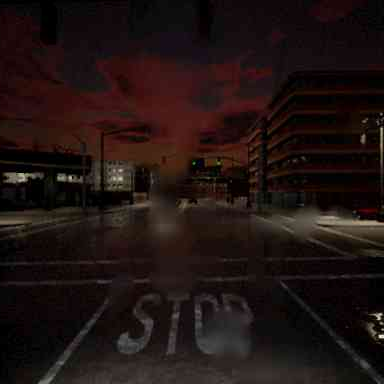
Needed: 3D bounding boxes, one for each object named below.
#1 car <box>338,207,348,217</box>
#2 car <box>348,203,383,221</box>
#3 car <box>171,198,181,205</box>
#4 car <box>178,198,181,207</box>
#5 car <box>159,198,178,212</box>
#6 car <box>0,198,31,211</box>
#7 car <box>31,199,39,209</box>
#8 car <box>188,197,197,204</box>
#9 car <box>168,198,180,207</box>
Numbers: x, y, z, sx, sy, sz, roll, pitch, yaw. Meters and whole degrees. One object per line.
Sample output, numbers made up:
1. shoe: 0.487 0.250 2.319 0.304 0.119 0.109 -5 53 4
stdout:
1. car: 16.197 1.773 31.704 4.181 1.385 1.994 0 0 0
2. car: 16.283 1.787 28.221 4.718 1.301 1.895 0 0 -3
3. car: -3.336 2.023 71.465 1.994 1.385 4.181 0 0 -1
4. car: -3.245 1.697 52.259 2.097 1.767 4.553 0 0 0
5. car: -3.126 1.789 43.054 1.837 1.490 4.892 0 0 -1
6. car: -23.339 1.571 41.603 4.611 1.667 2.242 0 0 1
7. car: -24.060 1.770 47.352 3.806 1.475 1.970 0 0 1
8. car: 0.162 1.820 71.727 1.837 1.490 4.892 0 0 -1
9. car: -3.307 1.883 61.441 1.882 1.535 5.008 0 0 0
